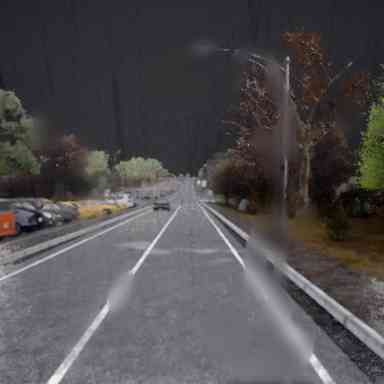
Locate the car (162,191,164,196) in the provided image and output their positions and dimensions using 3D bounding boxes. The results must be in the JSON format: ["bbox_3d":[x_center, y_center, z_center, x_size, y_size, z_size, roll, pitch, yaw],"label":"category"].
[{"bbox_3d":[-10.604,1.055,86.217,5.008,1.535,2.097,0,0,0],"label":"car"}]

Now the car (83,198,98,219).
[{"bbox_3d":[-10.483,1.482,25.847,5.366,1.575,1.946,0,0,0],"label":"car"}]

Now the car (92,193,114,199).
[{"bbox_3d":[-23.875,1.032,88.946,5.366,1.575,1.946,0,0,0],"label":"car"}]

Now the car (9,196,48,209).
[{"bbox_3d":[-23.429,1.507,47.919,4.553,1.767,2.185,0,0,0],"label":"car"}]

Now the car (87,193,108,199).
[{"bbox_3d":[-23.692,1.101,83.242,4.674,1.452,2.002,0,0,0],"label":"car"}]

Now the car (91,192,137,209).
[{"bbox_3d":[-10.341,1.345,42.504,5.566,2.045,2.435,0,0,0],"label":"car"}]

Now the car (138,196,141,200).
[{"bbox_3d":[-10.289,1.666,48.054,4.792,1.488,2.163,0,0,0],"label":"car"}]

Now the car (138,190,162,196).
[{"bbox_3d":[-10.641,0.938,83.437,4.553,1.767,2.185,0,0,0],"label":"car"}]

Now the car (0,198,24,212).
[{"bbox_3d":[-23.205,1.571,39.732,5.366,1.575,1.946,0,0,0],"label":"car"}]

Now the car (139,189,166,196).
[{"bbox_3d":[-10.638,0.786,89.009,5.566,2.045,2.435,0,0,0],"label":"car"}]

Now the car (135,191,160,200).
[{"bbox_3d":[-10.580,1.095,77.868,4.792,1.488,2.163,0,0,0],"label":"car"}]

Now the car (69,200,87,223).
[{"bbox_3d":[-10.289,1.478,23.080,4.892,1.521,2.231,0,0,0],"label":"car"}]

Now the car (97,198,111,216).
[{"bbox_3d":[-10.115,1.495,28.500,5.366,1.575,1.946,0,0,0],"label":"car"}]

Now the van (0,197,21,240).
[{"bbox_3d":[-10.404,1.254,14.750,4.442,1.987,1.878,0,0,0],"label":"van"}]

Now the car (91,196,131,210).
[{"bbox_3d":[-10.496,1.573,39.725,5.366,1.575,1.946,0,0,0],"label":"car"}]

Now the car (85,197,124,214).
[{"bbox_3d":[-10.120,1.533,34.174,5.366,1.575,1.946,0,0,0],"label":"car"}]

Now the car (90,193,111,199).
[{"bbox_3d":[-23.718,1.082,86.154,4.792,1.488,2.163,0,0,0],"label":"car"}]

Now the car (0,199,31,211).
[{"bbox_3d":[-23.390,1.634,42.502,4.674,1.452,2.002,0,0,0],"label":"car"}]

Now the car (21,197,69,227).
[{"bbox_3d":[-10.324,1.349,20.300,4.553,1.767,2.185,0,0,0],"label":"car"}]

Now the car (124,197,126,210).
[{"bbox_3d":[-10.314,1.557,36.949,4.892,1.521,2.231,0,0,0],"label":"car"}]

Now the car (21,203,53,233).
[{"bbox_3d":[-10.319,1.506,17.527,4.792,1.488,2.163,0,0,0],"label":"car"}]

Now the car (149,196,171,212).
[{"bbox_3d":[-3.504,1.568,39.634,2.033,1.411,5.357,0,0,0],"label":"car"}]

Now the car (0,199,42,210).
[{"bbox_3d":[-23.366,1.643,45.272,4.792,1.488,2.163,0,0,0],"label":"car"}]

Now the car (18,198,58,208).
[{"bbox_3d":[-23.395,1.653,50.689,5.008,1.535,2.097,0,0,0],"label":"car"}]
